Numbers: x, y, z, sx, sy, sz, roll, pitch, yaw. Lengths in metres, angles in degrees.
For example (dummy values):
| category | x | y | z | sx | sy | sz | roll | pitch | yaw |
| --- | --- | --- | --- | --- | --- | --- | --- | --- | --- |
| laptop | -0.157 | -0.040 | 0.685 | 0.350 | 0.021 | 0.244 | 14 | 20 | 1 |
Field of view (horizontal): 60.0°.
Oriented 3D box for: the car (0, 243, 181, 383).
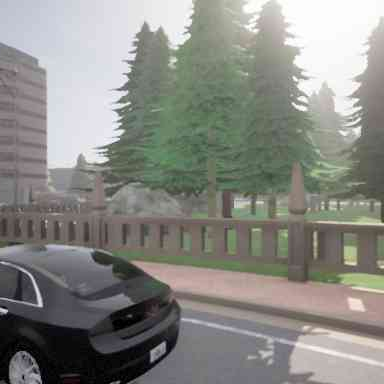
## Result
| category | x | y | z | sx | sy | sz | roll | pitch | yaw |
| --- | --- | --- | --- | --- | --- | --- | --- | --- | --- |
| car | -2.501 | 1.537 | 4.877 | 4.892 | 1.490 | 1.837 | 0 | 0 | 29 |

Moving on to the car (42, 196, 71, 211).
| category | x | y | z | sx | sy | sz | roll | pitch | yaw |
| --- | --- | --- | --- | --- | --- | --- | --- | --- | --- |
| car | -18.469 | 1.554 | 46.641 | 2.150 | 2.045 | 5.566 | 0 | 0 | 22 |

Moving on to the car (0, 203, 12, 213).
| category | x | y | z | sx | sy | sz | roll | pitch | yaw |
| --- | --- | --- | --- | --- | --- | --- | --- | --- | --- |
| car | -22.340 | 1.873 | 37.172 | 2.033 | 1.411 | 5.357 | 0 | 0 | 22 |

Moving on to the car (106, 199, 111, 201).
| category | x | y | z | sx | sy | sz | roll | pitch | yaw |
| --- | --- | --- | --- | --- | --- | --- | --- | --- | --- |
| car | -14.488 | 1.867 | 56.295 | 1.812 | 1.442 | 4.674 | 0 | 0 | 22 |
